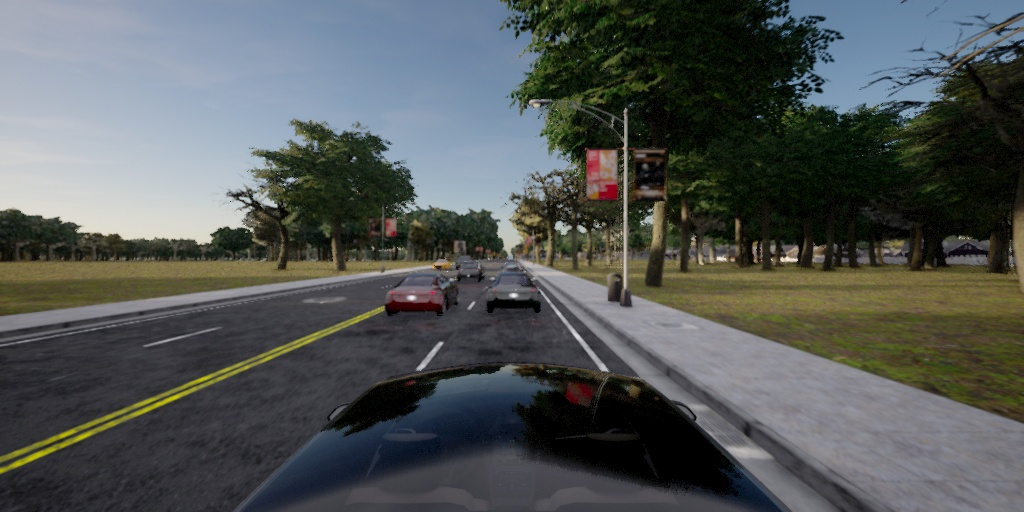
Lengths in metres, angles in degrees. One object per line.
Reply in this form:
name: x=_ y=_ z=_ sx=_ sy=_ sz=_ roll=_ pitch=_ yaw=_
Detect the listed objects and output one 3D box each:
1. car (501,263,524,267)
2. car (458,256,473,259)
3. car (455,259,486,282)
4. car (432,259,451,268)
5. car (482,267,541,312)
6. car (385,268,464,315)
car: x=0.071 y=1.264 z=29.793 sx=1.812 sy=1.442 sz=4.674 roll=0 pitch=0 yaw=0
car: x=-6.592 y=0.955 z=50.362 sx=2.150 sy=2.045 sz=5.566 roll=0 pitch=0 yaw=0
car: x=-3.183 y=1.231 z=28.819 sx=2.128 sy=1.511 sz=4.902 roll=0 pitch=0 yaw=0
car: x=-9.839 y=1.211 z=50.414 sx=1.882 sy=1.535 sz=5.008 roll=0 pitch=0 yaw=0
car: x=0.072 y=1.309 z=14.227 sx=1.994 sy=1.385 sz=4.181 roll=0 pitch=0 yaw=0
car: x=-3.183 y=1.308 z=13.441 sx=1.994 sy=1.385 sz=4.181 roll=0 pitch=0 yaw=0
